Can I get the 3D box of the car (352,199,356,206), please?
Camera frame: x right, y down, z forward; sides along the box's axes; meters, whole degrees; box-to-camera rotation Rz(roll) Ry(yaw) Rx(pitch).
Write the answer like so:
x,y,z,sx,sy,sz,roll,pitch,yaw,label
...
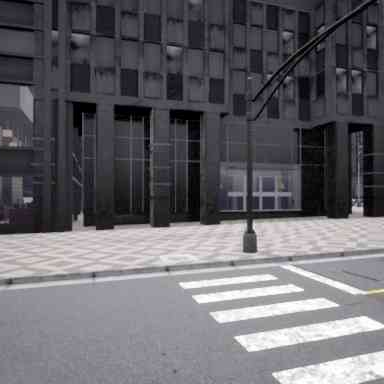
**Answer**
x,y,z,sx,sy,sz,roll,pitch,yaw,label
20.244,1.085,45.700,2.097,1.767,4.553,0,0,-17,car
